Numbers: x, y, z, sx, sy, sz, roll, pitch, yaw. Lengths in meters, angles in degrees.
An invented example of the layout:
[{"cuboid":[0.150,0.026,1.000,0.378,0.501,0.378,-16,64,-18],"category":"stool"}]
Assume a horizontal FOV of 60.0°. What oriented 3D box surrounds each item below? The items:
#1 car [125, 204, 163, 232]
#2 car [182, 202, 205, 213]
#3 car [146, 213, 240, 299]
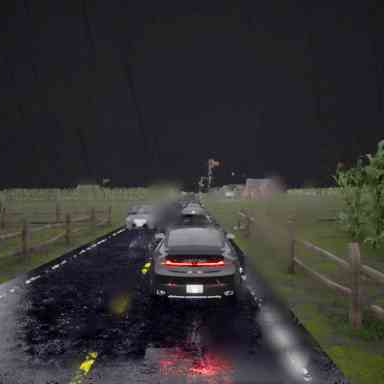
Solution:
[{"cuboid":[-2.819,1.500,20.377,2.128,1.511,4.902,0,0,0],"category":"car"},{"cuboid":[0.126,1.581,28.701,1.994,1.385,4.181,0,0,0],"category":"car"},{"cuboid":[0.076,1.506,8.447,1.837,1.490,4.892,0,0,1],"category":"car"}]
